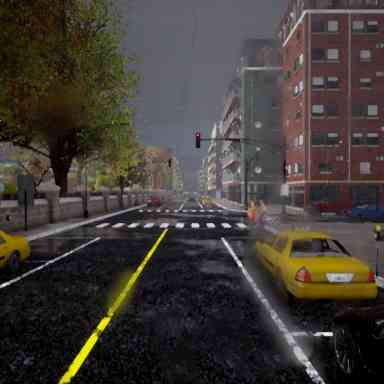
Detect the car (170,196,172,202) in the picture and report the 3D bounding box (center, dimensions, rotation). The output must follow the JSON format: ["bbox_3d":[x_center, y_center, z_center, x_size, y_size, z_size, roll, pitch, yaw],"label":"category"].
[{"bbox_3d":[-5.781,1.569,68.341,1.887,1.381,4.507,0,0,0],"label":"car"}]

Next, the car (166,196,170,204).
[{"bbox_3d":[-5.775,1.460,62.805,1.967,1.590,4.097,0,0,0],"label":"car"}]

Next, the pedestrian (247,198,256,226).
[{"bbox_3d":[3.949,1.294,21.567,0.375,1.860,0.375,0,0,0],"label":"pedestrian"}]

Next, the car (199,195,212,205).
[{"bbox_3d":[2.613,1.540,57.451,1.752,1.417,4.829,0,0,0],"label":"car"}]

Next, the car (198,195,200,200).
[{"bbox_3d":[2.606,1.564,62.816,1.887,1.381,4.507,0,0,0],"label":"car"}]

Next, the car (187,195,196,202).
[{"bbox_3d":[-0.098,1.579,77.468,1.994,1.385,4.181,0,0,0],"label":"car"}]

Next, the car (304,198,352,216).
[{"bbox_3d":[14.570,1.592,35.188,5.009,1.841,2.192,1,-1,0],"label":"car"}]

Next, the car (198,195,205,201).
[{"bbox_3d":[2.571,1.590,90.493,1.887,1.381,4.507,0,0,0],"label":"car"}]

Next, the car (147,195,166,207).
[{"bbox_3d":[-5.761,1.326,51.735,2.192,1.841,5.009,0,0,0],"label":"car"}]

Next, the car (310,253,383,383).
[{"bbox_3d":[2.685,1.565,2.550,1.947,1.339,4.313,0,0,0],"label":"car"}]

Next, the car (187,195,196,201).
[{"bbox_3d":[-0.112,1.480,87.479,2.128,1.511,4.902,0,0,0],"label":"car"}]

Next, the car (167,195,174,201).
[{"bbox_3d":[-5.809,1.628,90.482,1.802,1.307,4.206,0,0,0],"label":"car"}]

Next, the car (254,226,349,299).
[{"bbox_3d":[2.677,1.525,8.351,1.752,1.417,4.829,0,0,0],"label":"car"}]

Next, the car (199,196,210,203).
[{"bbox_3d":[2.599,1.575,68.352,2.008,1.369,4.403,0,0,0],"label":"car"}]

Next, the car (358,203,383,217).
[{"bbox_3d":[20.260,1.924,35.210,4.507,1.381,1.887,1,-1,0],"label":"car"}]

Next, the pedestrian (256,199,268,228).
[{"bbox_3d":[4.285,1.264,20.368,0.375,1.860,0.375,0,0,0],"label":"pedestrian"}]

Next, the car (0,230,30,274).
[{"bbox_3d":[-5.703,1.525,7.999,1.752,1.417,4.829,0,0,0],"label":"car"}]

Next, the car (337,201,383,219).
[{"bbox_3d":[17.606,1.889,32.596,5.357,1.411,2.033,1,0,0],"label":"car"}]

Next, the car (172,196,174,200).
[{"bbox_3d":[-5.795,1.616,79.411,1.802,1.307,4.206,0,0,0],"label":"car"}]
